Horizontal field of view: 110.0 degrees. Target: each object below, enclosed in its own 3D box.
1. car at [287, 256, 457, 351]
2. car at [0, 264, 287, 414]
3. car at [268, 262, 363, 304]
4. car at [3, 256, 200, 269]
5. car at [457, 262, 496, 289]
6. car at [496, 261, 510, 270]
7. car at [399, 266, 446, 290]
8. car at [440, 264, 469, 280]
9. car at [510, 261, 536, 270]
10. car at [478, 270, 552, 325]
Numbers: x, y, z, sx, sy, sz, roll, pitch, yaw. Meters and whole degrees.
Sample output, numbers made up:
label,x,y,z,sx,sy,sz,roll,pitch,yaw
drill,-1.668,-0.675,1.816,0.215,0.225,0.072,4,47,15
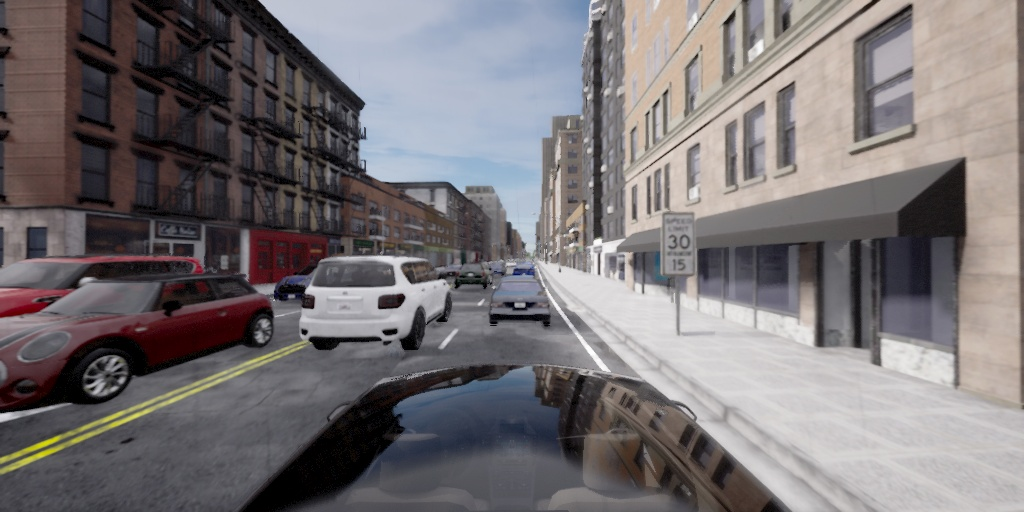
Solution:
label,x,y,z,sx,sy,sz,roll,pitch,yaw
car,-3.037,1.014,9.250,2.150,2.045,5.566,0,0,1
car,-6.530,1.126,6.322,2.097,1.767,4.553,0,0,1
car,-9.487,1.183,17.835,2.097,1.767,4.553,0,0,2
car,-9.750,1.005,8.128,2.150,2.045,5.566,0,0,0
car,-2.506,1.212,24.555,2.097,1.767,4.553,0,0,3
car,-1.663,1.477,40.229,2.033,1.411,5.357,0,0,3
car,-5.945,1.424,24.375,1.994,1.385,4.181,0,0,3
car,-5.422,1.467,34.279,1.994,1.385,4.181,0,0,2
car,1.134,1.371,32.065,1.882,1.535,5.008,0,0,3
car,0.268,1.351,11.994,2.033,1.411,5.357,0,0,1
